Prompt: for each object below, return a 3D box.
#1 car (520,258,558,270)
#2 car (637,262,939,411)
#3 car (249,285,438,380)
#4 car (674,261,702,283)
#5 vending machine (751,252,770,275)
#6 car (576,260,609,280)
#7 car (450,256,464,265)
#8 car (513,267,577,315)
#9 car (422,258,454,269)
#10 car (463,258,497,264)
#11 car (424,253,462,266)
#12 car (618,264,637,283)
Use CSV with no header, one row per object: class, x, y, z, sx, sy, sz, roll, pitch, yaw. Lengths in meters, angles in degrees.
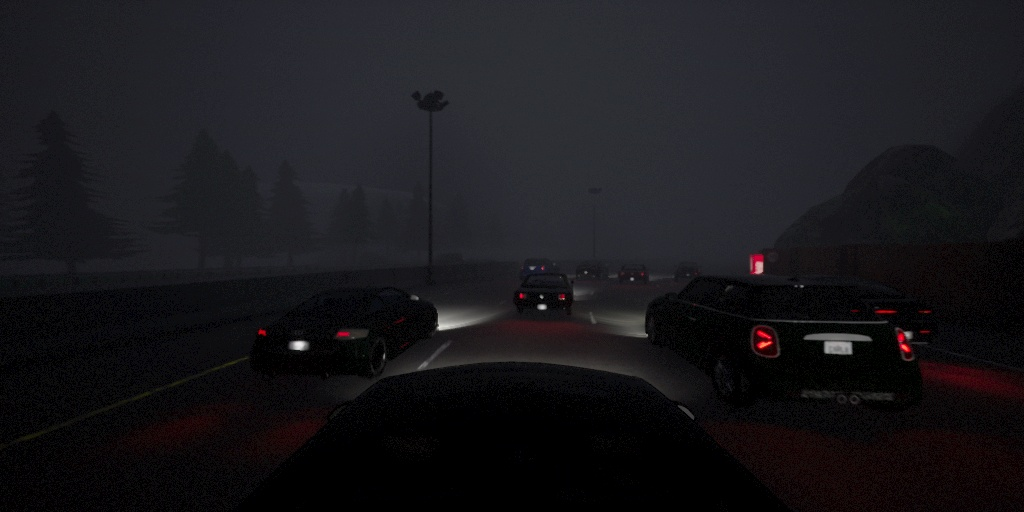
car,2.269,0.938,28.070,2.097,1.767,4.553,0,0,22
car,3.969,1.087,6.321,2.097,1.767,4.553,0,0,4
car,-2.952,1.267,7.260,1.994,1.385,4.181,0,1,5
car,13.712,1.158,27.922,1.812,1.442,4.674,0,0,27
vending machine,19.112,0.850,27.848,1.100,2.100,0.880,0,0,30
car,6.640,1.073,29.291,1.882,1.535,5.008,0,0,25
car,-5.225,1.013,44.301,1.994,1.385,4.181,0,0,32
car,1.350,1.280,13.333,1.895,1.301,4.718,0,0,10
car,-10.176,0.959,49.548,1.994,1.385,4.181,0,0,32
car,-3.127,1.005,41.066,1.812,1.442,4.674,0,0,31
car,-8.423,0.645,45.847,2.150,2.045,5.566,0,1,32
car,8.906,1.227,26.013,1.895,1.301,4.718,0,0,23
